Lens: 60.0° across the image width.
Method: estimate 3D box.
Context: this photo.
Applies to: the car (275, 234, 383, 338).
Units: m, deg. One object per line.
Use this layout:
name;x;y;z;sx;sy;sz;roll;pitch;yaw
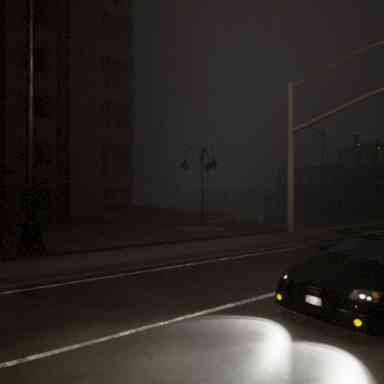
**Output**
car;3.587;1.563;6.508;4.181;1.385;1.994;0;0;-35
